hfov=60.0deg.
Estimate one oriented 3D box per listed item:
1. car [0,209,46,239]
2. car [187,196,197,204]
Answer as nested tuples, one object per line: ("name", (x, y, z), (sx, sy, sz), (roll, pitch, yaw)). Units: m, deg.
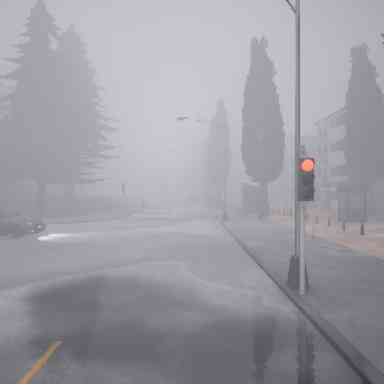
("car", (-9.671, 1.564, 16.693), (4.181, 1.385, 1.994), (0, 0, -2))
("car", (0.064, 1.477, 63.392), (1.882, 1.535, 5.008), (0, 0, 0))
